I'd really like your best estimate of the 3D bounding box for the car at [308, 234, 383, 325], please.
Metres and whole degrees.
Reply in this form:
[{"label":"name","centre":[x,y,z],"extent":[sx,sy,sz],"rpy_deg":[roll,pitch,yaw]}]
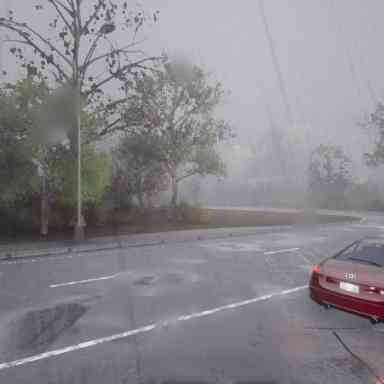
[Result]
[{"label":"car","centre":[4.275,1.564,6.717],"extent":[4.181,1.385,1.994],"rpy_deg":[0,0,-35]}]
